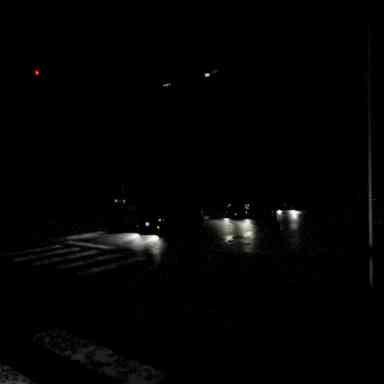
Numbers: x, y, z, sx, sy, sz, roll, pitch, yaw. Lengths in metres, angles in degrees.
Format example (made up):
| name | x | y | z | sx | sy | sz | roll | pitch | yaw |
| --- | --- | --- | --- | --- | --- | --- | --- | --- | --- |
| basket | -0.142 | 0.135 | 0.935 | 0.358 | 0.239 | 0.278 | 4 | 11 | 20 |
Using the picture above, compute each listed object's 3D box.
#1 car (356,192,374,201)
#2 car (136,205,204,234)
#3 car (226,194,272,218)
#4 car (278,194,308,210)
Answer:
| name | x | y | z | sx | sy | sz | roll | pitch | yaw |
| --- | --- | --- | --- | --- | --- | --- | --- | --- | --- |
| car | 26.889 | 0.679 | 51.723 | 1.994 | 1.385 | 4.181 | 0 | 1 | 36 |
| car | -1.093 | 1.393 | 18.273 | 1.994 | 1.385 | 4.181 | 0 | 1 | 35 |
| car | 4.473 | 1.020 | 26.025 | 2.097 | 1.767 | 4.553 | 0 | 1 | 36 |
| car | 10.487 | 1.005 | 34.371 | 1.837 | 1.490 | 4.892 | 0 | 1 | 36 |
